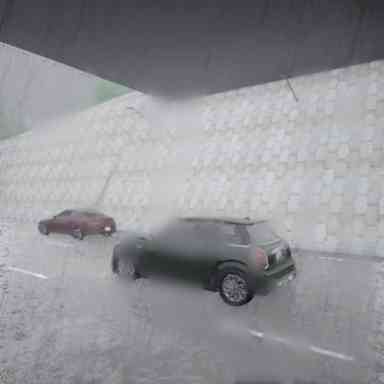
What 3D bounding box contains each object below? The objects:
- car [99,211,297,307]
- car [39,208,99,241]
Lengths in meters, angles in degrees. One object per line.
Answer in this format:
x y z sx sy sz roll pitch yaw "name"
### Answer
0.101 1.357 8.218 4.553 1.767 2.097 0 0 36 "car"
-5.770 1.530 16.711 4.674 1.442 1.812 0 0 36 "car"
